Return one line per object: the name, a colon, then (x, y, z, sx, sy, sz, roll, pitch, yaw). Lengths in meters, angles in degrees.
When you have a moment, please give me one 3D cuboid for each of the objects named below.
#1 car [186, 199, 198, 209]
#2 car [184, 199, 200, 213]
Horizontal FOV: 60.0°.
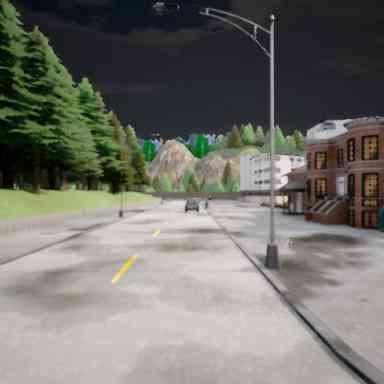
car: (-0.006, 1.904, 52.800, 1.837, 1.490, 4.892, 0, 0, 0)
car: (-0.005, 1.812, 42.380, 2.128, 1.511, 4.902, 0, 0, 0)
